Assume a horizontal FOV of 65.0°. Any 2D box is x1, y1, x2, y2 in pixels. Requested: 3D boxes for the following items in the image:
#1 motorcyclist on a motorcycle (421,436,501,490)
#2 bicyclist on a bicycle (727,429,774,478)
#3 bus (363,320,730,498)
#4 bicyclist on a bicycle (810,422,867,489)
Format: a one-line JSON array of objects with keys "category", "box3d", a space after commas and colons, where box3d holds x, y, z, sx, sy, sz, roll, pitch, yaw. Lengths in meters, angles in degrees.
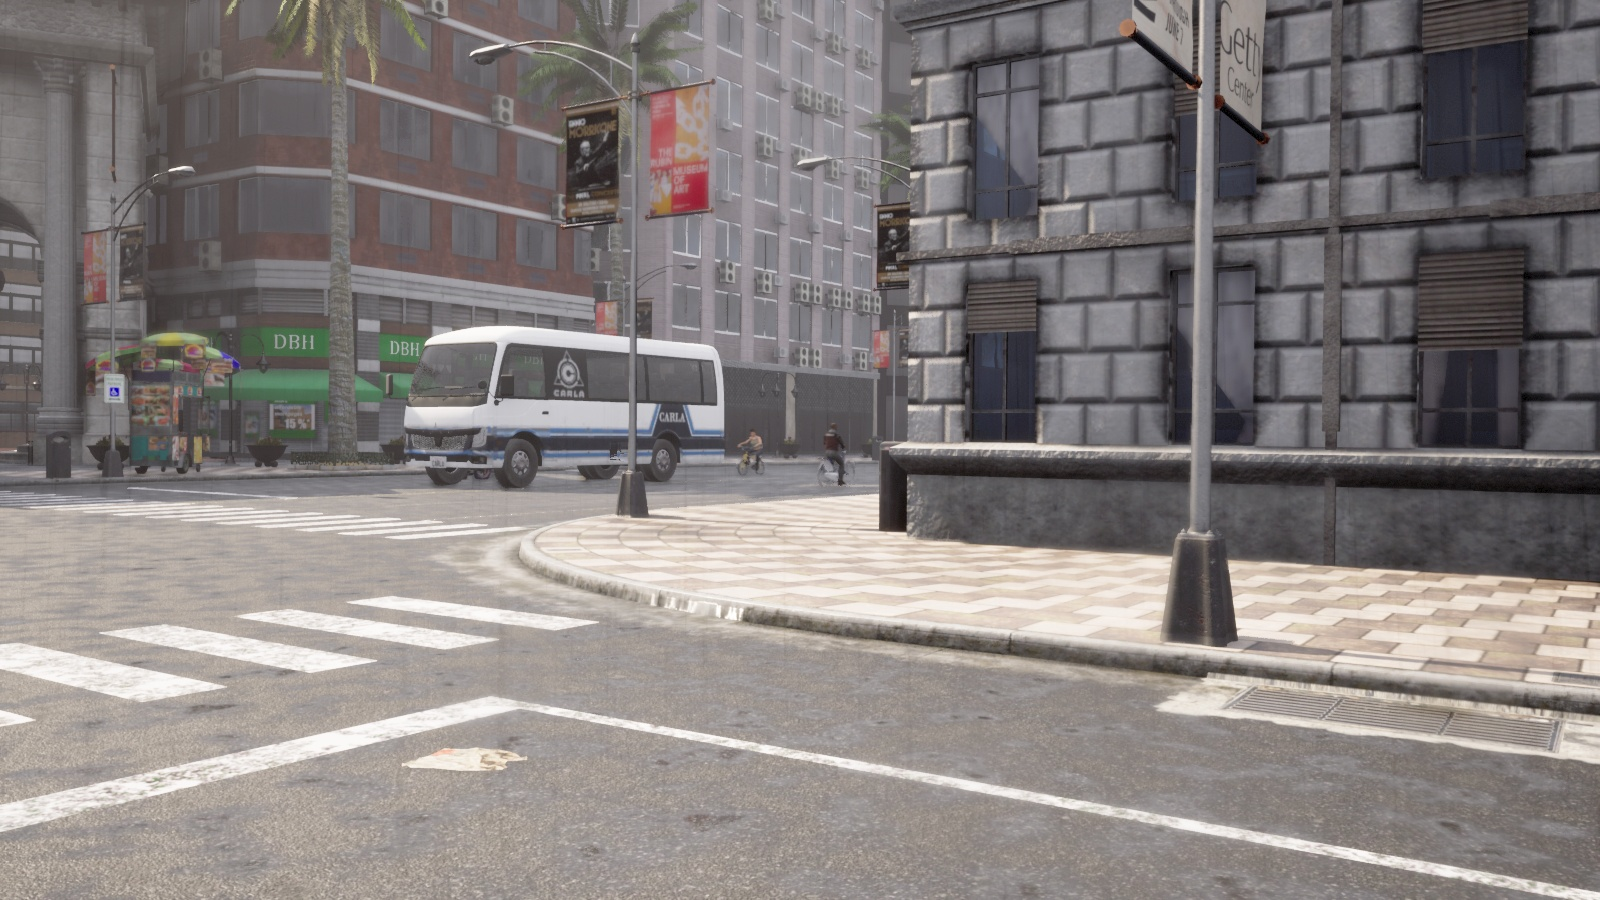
[{"category": "motorcyclist on a motorcycle", "box3d": [-9.892, 0.355, 36.709, 0.866, 1.530, 2.191, 0, 1, 34]}, {"category": "bicyclist on a bicycle", "box3d": [-1.672, 0.102, 42.583, 0.866, 1.612, 1.509, 0, 1, 34]}, {"category": "bus", "box3d": [-6.667, -1.067, 35.331, 3.944, 4.253, 10.273, 0, 1, 34]}, {"category": "bicyclist on a bicycle", "box3d": [1.063, 0.126, 34.145, 0.659, 1.776, 1.843, 0, 1, 34]}]
